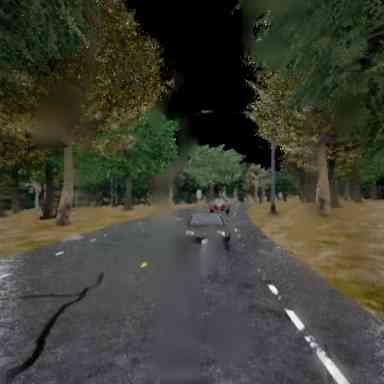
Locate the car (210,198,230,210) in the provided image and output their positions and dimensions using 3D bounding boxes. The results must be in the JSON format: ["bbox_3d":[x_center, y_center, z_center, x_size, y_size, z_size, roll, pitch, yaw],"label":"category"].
[{"bbox_3d":[3.277,1.472,38.188,2.097,1.767,4.553,0,0,9],"label":"car"}]

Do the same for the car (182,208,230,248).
[{"bbox_3d":[0.672,1.639,14.992,1.895,1.301,4.718,0,0,4],"label":"car"}]
